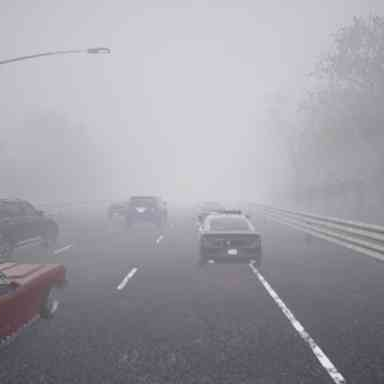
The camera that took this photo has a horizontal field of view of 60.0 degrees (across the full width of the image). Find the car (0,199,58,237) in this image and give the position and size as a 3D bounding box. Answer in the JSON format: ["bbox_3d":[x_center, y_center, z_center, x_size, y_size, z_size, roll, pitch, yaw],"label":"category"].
[{"bbox_3d":[-6.776,1.241,11.736,2.150,2.045,5.566,0,0,1],"label":"car"}]

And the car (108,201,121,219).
[{"bbox_3d":[-6.242,1.563,30.198,1.837,1.490,4.892,0,0,2],"label":"car"}]

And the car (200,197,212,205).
[{"bbox_3d":[2.654,1.699,63.137,2.033,1.411,5.357,0,0,5],"label":"car"}]

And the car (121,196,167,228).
[{"bbox_3d":[-3.009,1.264,22.859,2.150,2.045,5.566,0,0,2],"label":"car"}]

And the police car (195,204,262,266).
[{"bbox_3d":[1.159,1.445,11.715,1.930,1.638,5.238,0,0,1],"label":"police car"}]

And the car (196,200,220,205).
[{"bbox_3d":[1.386,1.518,21.477,1.882,1.535,5.008,0,0,2],"label":"car"}]

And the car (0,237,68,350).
[{"bbox_3d":[-3.364,1.608,4.418,1.895,1.301,4.718,0,0,0],"label":"car"}]

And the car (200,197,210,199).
[{"bbox_3d":[1.533,1.630,47.379,1.812,1.442,4.674,0,0,4],"label":"car"}]
